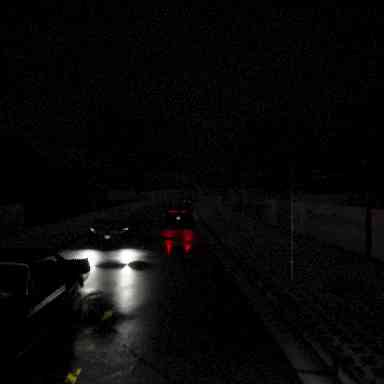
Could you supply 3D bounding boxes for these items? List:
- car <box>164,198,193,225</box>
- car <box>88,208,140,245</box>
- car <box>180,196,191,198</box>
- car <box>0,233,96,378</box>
[{"bbox_3d":[-0.949,1.426,23.404,2.128,1.511,4.902,0,1,-2],"label":"car"},{"bbox_3d":[-3.485,1.515,15.566,1.812,1.442,4.674,0,0,-3],"label":"car"},{"bbox_3d":[-0.876,1.193,43.469,2.033,1.411,5.357,0,1,2],"label":"car"},{"bbox_3d":[-3.024,1.608,4.856,1.895,1.301,4.718,0,0,-2],"label":"car"}]
